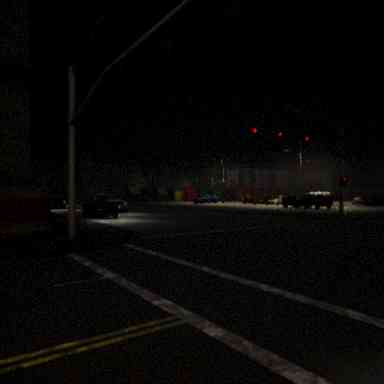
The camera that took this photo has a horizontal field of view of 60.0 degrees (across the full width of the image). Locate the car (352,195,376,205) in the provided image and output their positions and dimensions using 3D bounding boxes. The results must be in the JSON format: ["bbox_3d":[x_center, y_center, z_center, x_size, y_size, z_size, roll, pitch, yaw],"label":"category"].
[{"bbox_3d":[29.699,1.387,57.870,3.806,1.475,1.970,0,0,-35],"label":"car"}]

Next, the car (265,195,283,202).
[{"bbox_3d":[18.239,1.354,74.009,3.905,1.438,1.784,0,0,-35],"label":"car"}]

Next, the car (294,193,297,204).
[{"bbox_3d":[19.861,1.144,71.608,4.605,1.855,1.932,0,0,-35],"label":"car"}]

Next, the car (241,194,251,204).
[{"bbox_3d":[10.777,1.146,58.374,4.605,1.855,1.932,0,0,-35],"label":"car"}]

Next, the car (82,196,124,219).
[{"bbox_3d":[-8.077,1.420,29.121,1.882,1.535,5.008,0,0,-36],"label":"car"}]

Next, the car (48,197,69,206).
[{"bbox_3d":[-22.112,1.488,54.815,2.033,1.411,5.357,0,0,-36],"label":"car"}]

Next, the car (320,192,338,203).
[{"bbox_3d":[34.147,1.144,81.750,3.866,1.878,1.905,0,0,-35],"label":"car"}]

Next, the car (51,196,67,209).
[{"bbox_3d":[-17.572,1.294,42.504,2.097,1.767,4.553,0,0,-36],"label":"car"}]

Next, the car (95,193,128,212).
[{"bbox_3d":[-9.067,1.163,36.496,2.150,2.045,5.566,0,0,-36],"label":"car"}]

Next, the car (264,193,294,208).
[{"bbox_3d":[14.041,1.389,53.850,3.806,1.475,1.970,0,0,-35],"label":"car"}]

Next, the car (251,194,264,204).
[{"bbox_3d":[12.369,1.357,56.213,3.905,1.438,1.784,0,0,-35],"label":"car"}]
